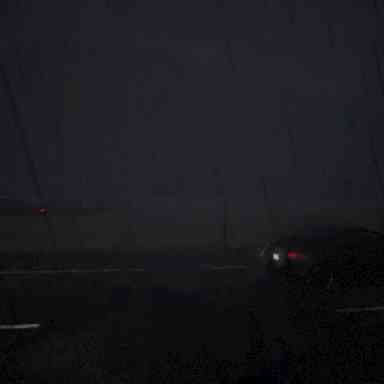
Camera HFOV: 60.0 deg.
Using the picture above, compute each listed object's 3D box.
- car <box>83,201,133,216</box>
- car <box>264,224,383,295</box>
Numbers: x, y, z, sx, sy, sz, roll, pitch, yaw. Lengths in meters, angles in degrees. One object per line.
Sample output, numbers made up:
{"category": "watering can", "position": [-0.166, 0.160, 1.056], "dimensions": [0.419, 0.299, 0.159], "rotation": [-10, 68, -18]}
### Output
{"category": "car", "position": [-7.008, 1.091, 27.800], "dimensions": [4.181, 1.385, 1.994], "rotation": [1, 1, -9]}
{"category": "car", "position": [3.938, 1.514, 8.178], "dimensions": [4.181, 1.385, 1.994], "rotation": [1, 1, -11]}
